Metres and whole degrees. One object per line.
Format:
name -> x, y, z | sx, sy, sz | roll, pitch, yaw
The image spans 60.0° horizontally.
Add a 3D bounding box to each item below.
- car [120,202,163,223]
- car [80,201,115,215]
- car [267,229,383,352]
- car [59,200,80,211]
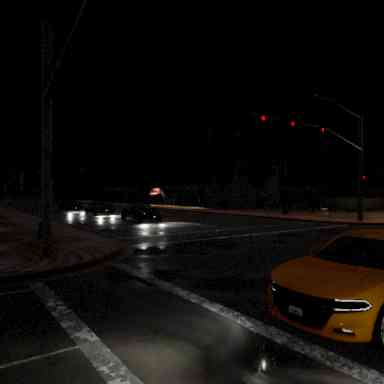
car -> -4.091, 1.531, 26.128 | 1.812, 1.442, 4.674 | 0, 0, -36
car -> -9.317, 1.569, 33.447 | 1.994, 1.385, 4.181 | 0, 0, -35
car -> 3.589, 1.481, 6.333 | 5.008, 1.535, 1.882 | 0, 0, -35
car -> -15.151, 1.606, 41.659 | 1.895, 1.301, 4.718 | 0, 0, -35
